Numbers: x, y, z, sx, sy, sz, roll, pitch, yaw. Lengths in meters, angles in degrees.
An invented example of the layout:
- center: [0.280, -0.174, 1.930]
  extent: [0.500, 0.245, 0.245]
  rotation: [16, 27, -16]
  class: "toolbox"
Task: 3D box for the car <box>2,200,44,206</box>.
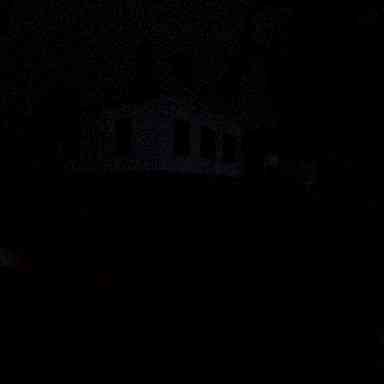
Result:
- center: [-15.151, 1.470, 28.719]
  extent: [2.128, 1.511, 4.902]
  rotation: [0, 0, 28]
  class: "car"
